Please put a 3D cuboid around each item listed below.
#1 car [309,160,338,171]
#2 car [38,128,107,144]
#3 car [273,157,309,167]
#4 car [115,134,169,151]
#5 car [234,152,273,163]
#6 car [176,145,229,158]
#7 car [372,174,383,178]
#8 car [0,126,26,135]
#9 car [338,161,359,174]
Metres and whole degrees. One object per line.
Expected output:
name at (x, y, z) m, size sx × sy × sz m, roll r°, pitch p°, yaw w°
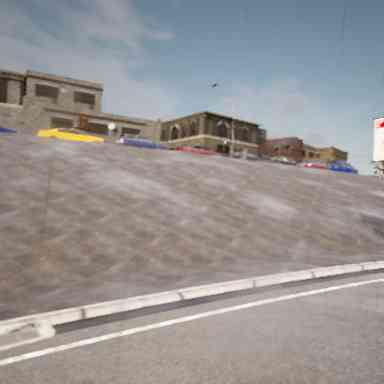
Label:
car at (14.722, -2.929, 39.725) m, size 4.553 × 1.767 × 2.185 m, roll 3°, pitch -1°, yaw -34°
car at (-8.951, -3.953, 25.153) m, size 5.008 × 1.535 × 2.097 m, roll 3°, pitch -1°, yaw -28°
car at (10.054, -3.050, 36.565) m, size 4.892 × 1.521 × 2.231 m, roll 3°, pitch -1°, yaw -33°
car at (-4.125, -3.854, 27.842) m, size 4.553 × 1.767 × 2.185 m, roll 3°, pitch -1°, yaw -29°
car at (5.500, -3.232, 33.630) m, size 4.674 × 1.452 × 2.002 m, roll 3°, pitch -1°, yaw -32°
car at (0.802, -3.466, 30.742) m, size 4.792 × 1.488 × 2.163 m, roll 3°, pitch -1°, yaw -30°
car at (28.089, -1.903, 49.605) m, size 4.674 × 1.452 × 2.002 m, roll 4°, pitch -2°, yaw -38°
car at (-13.852, -4.139, 22.558) m, size 4.674 × 1.452 × 2.002 m, roll 3°, pitch -1°, yaw -27°
car at (19.310, -2.786, 42.953) m, size 5.566 × 2.045 × 2.435 m, roll 3°, pitch -1°, yaw -35°
